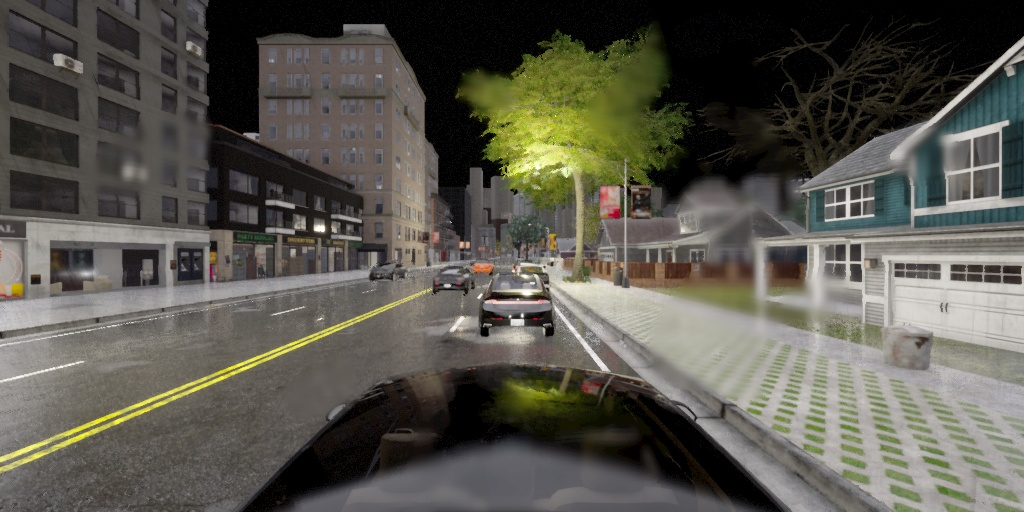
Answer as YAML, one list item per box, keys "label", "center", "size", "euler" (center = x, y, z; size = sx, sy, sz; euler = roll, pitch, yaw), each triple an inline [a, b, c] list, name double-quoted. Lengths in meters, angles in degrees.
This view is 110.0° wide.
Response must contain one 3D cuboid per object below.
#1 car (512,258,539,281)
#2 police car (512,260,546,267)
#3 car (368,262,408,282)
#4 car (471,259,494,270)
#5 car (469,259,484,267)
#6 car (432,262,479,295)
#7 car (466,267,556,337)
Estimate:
- label: "car"
  center: [1.054, 1.080, 30.388]
  size: [2.097, 1.767, 4.553]
  euler: [0, 0, 0]
- label: "police car"
  center: [1.027, 1.164, 20.528]
  size: [1.930, 1.638, 5.238]
  euler: [0, 0, 0]
- label: "car"
  center: [-9.775, 1.235, 28.635]
  size: [1.837, 1.490, 4.892]
  euler: [0, 0, 0]
- label: "car"
  center: [-3.047, 1.073, 38.667]
  size: [2.097, 1.767, 4.553]
  euler: [0, 0, 0]
- label: "car"
  center: [-6.360, 1.243, 64.197]
  size: [2.033, 1.411, 5.357]
  euler: [0, 0, 1]
- label: "car"
  center: [-3.100, 1.265, 19.609]
  size: [1.812, 1.442, 4.674]
  euler: [0, 0, 0]
- label: "car"
  center: [0.122, 1.238, 10.278]
  size: [2.128, 1.511, 4.902]
  euler: [0, 0, 0]
